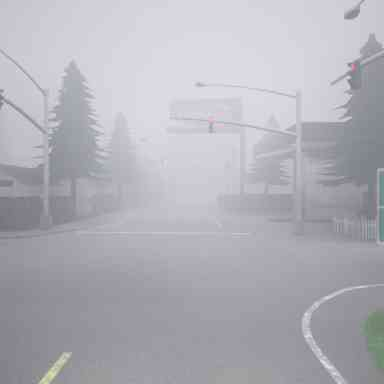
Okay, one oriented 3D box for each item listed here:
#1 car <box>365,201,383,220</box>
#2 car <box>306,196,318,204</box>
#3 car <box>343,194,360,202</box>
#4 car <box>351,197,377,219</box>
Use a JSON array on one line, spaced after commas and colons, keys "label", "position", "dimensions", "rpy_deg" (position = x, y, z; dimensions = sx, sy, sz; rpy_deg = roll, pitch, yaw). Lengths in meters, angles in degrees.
[{"label": "car", "position": [18.814, 1.672, 30.576], "dimensions": [4.611, 1.667, 2.242], "rpy_deg": [0, 0, 0]}, {"label": "car", "position": [22.753, 1.552, 63.957], "dimensions": [1.970, 1.475, 3.806], "rpy_deg": [0, 0, 0]}, {"label": "car", "position": [35.187, 1.489, 71.700], "dimensions": [2.007, 1.523, 4.514], "rpy_deg": [0, 0, 0]}, {"label": "car", "position": [14.465, 1.505, 24.923], "dimensions": [3.866, 1.878, 1.905], "rpy_deg": [0, 0, 0]}]
